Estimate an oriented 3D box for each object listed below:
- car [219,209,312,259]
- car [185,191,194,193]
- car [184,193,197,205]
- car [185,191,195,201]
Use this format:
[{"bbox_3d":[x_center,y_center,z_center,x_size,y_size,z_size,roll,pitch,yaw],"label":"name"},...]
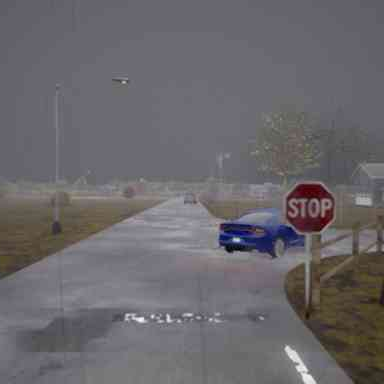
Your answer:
[{"bbox_3d":[2.960,1.389,12.312,1.882,1.535,5.008,-1,-2,39],"label":"car"},{"bbox_3d":[-0.392,0.846,61.646,2.150,2.045,5.566,0,0,0],"label":"car"},{"bbox_3d":[-0.231,1.206,51.599,1.994,1.385,4.181,0,0,0],"label":"car"},{"bbox_3d":[-0.463,0.792,72.008,2.150,2.045,5.566,0,0,0],"label":"car"}]
